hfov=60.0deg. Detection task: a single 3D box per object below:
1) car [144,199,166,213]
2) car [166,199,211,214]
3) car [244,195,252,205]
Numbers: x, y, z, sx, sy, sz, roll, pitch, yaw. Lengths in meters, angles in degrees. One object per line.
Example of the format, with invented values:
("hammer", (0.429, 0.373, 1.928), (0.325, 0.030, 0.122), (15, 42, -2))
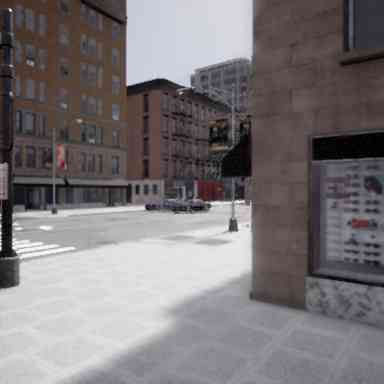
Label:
("car", (-2.742, 1.392, 34.370), (1.895, 1.301, 4.718), (0, 0, 35))
("car", (-0.092, 1.401, 32.487), (1.895, 1.301, 4.718), (0, 0, 35))
("car", (9.843, 1.192, 52.034), (2.128, 1.511, 4.902), (0, 0, 35))
